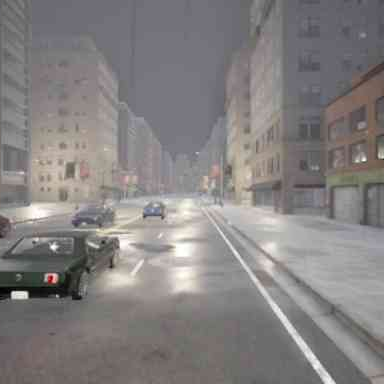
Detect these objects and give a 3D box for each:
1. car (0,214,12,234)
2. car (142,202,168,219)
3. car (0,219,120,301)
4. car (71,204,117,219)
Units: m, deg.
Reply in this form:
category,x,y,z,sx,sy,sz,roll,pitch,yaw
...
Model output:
category,x,y,z,sx,sy,sz,roll,pitch,yaw
car,-9.856,1.541,14.730,1.812,1.442,4.674,0,0,0
car,-3.170,1.567,29.218,2.033,1.411,5.357,0,0,0
car,-3.155,1.609,8.323,1.895,1.301,4.718,0,0,0
car,-6.598,1.567,23.005,2.033,1.411,5.357,0,0,0
